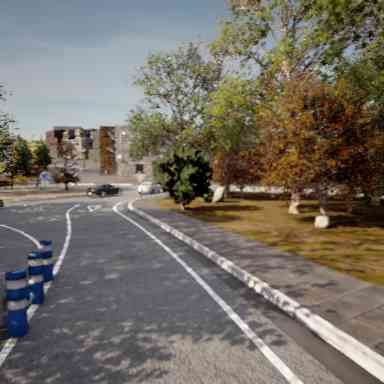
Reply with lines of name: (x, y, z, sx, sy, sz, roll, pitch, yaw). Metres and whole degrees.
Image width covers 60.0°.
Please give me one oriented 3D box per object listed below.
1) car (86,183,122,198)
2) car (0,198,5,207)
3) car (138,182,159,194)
car: (-9.933, -0.237, 37.931, 1.837, 1.490, 4.892, 2, 5, 26)
car: (-17.140, 0.747, 26.170, 4.181, 1.385, 1.994, -3, 4, -23)
car: (-5.342, -0.564, 41.947, 1.812, 1.442, 4.674, 0, 4, 11)
